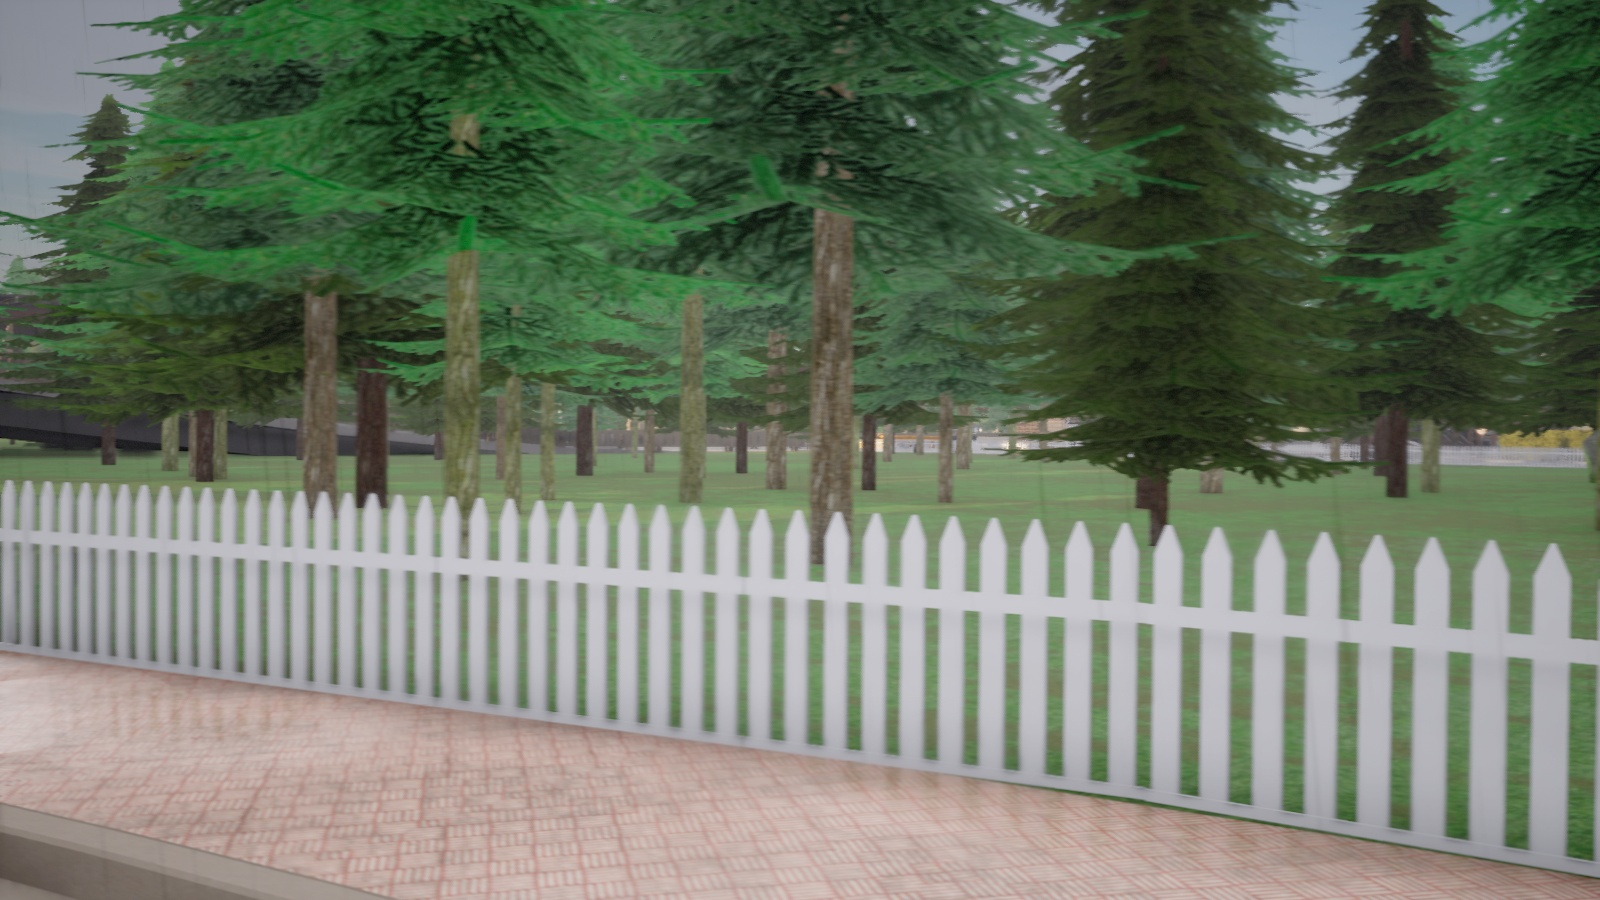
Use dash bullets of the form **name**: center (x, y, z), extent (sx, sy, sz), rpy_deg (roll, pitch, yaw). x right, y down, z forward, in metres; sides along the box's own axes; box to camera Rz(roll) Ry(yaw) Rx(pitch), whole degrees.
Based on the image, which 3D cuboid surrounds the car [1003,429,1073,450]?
- **car**: center (18.432, -0.828, 97.480), extent (1.801, 1.575, 5.366), rpy_deg (-1, 1, -42)

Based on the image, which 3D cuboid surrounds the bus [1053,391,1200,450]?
- **bus**: center (24.747, -2.178, 95.726), extent (3.944, 4.253, 10.273), rpy_deg (-1, 1, -42)

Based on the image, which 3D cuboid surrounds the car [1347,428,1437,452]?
- **car**: center (36.574, -0.631, 77.635), extent (1.812, 1.442, 4.674), rpy_deg (-1, 1, -42)
